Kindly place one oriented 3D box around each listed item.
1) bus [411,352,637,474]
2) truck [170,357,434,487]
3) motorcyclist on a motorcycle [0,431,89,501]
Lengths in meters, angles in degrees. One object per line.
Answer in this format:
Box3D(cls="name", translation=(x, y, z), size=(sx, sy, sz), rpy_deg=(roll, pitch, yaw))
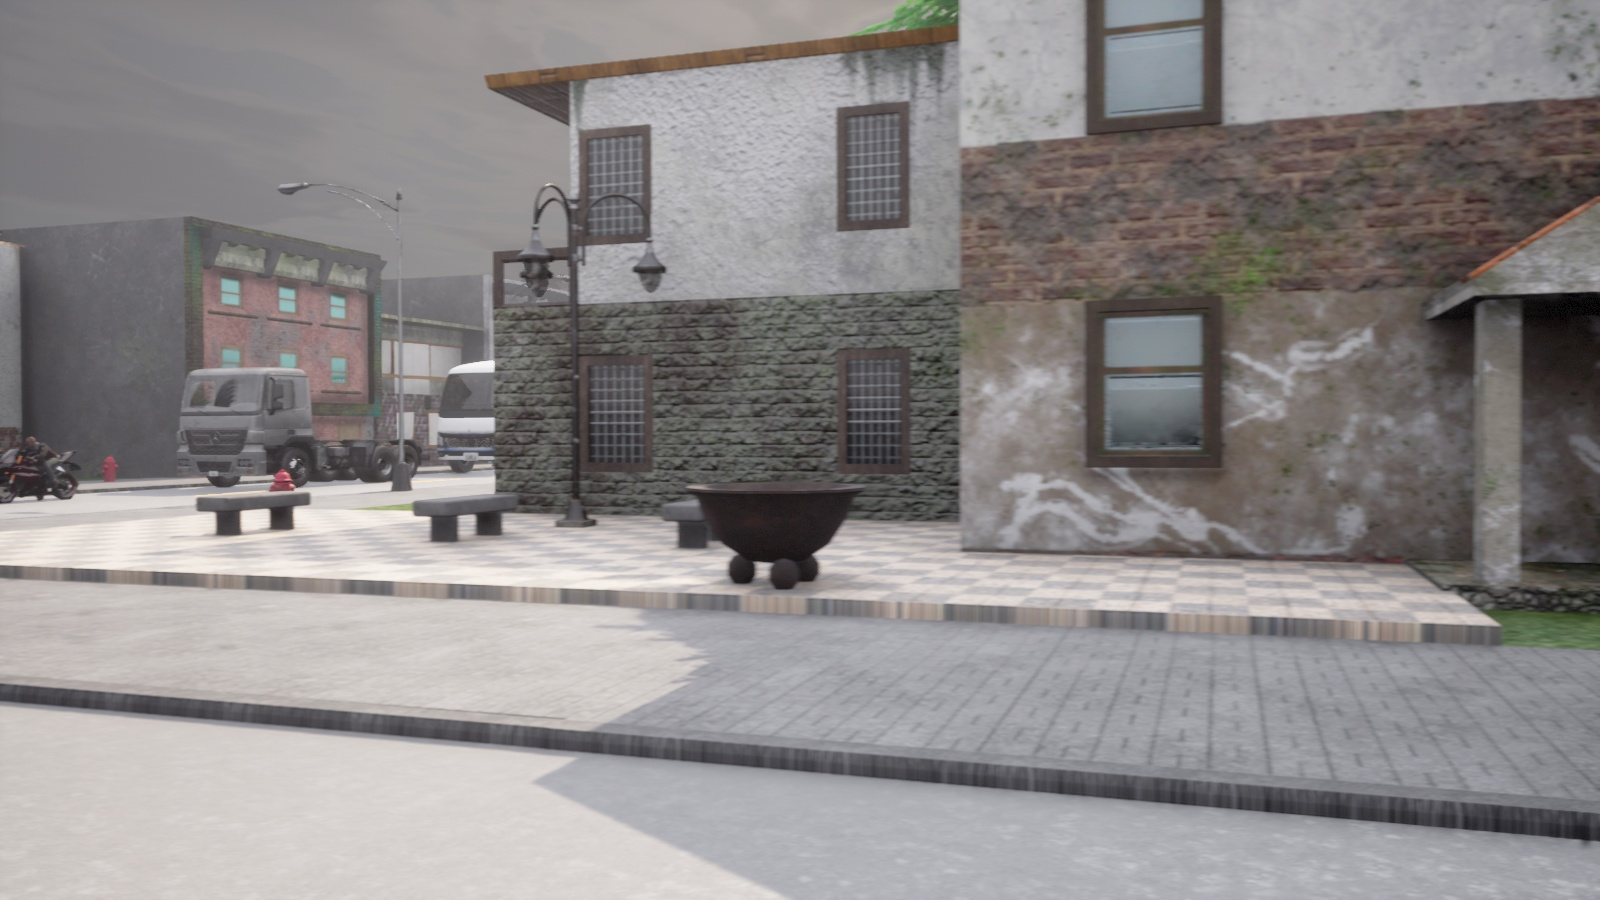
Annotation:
Box3D(cls="bus", translation=(-10.515, -1.383, 49.560), size=(3.944, 4.253, 10.273), rpy_deg=(1, 1, 19))
Box3D(cls="truck", translation=(-14.552, -0.812, 37.552), size=(2.891, 3.462, 7.936), rpy_deg=(1, 1, 19))
Box3D(cls="motorcyclist on a motorcycle", translation=(-17.535, 0.336, 28.709), size=(0.866, 1.530, 2.191), rpy_deg=(1, 1, 18))
